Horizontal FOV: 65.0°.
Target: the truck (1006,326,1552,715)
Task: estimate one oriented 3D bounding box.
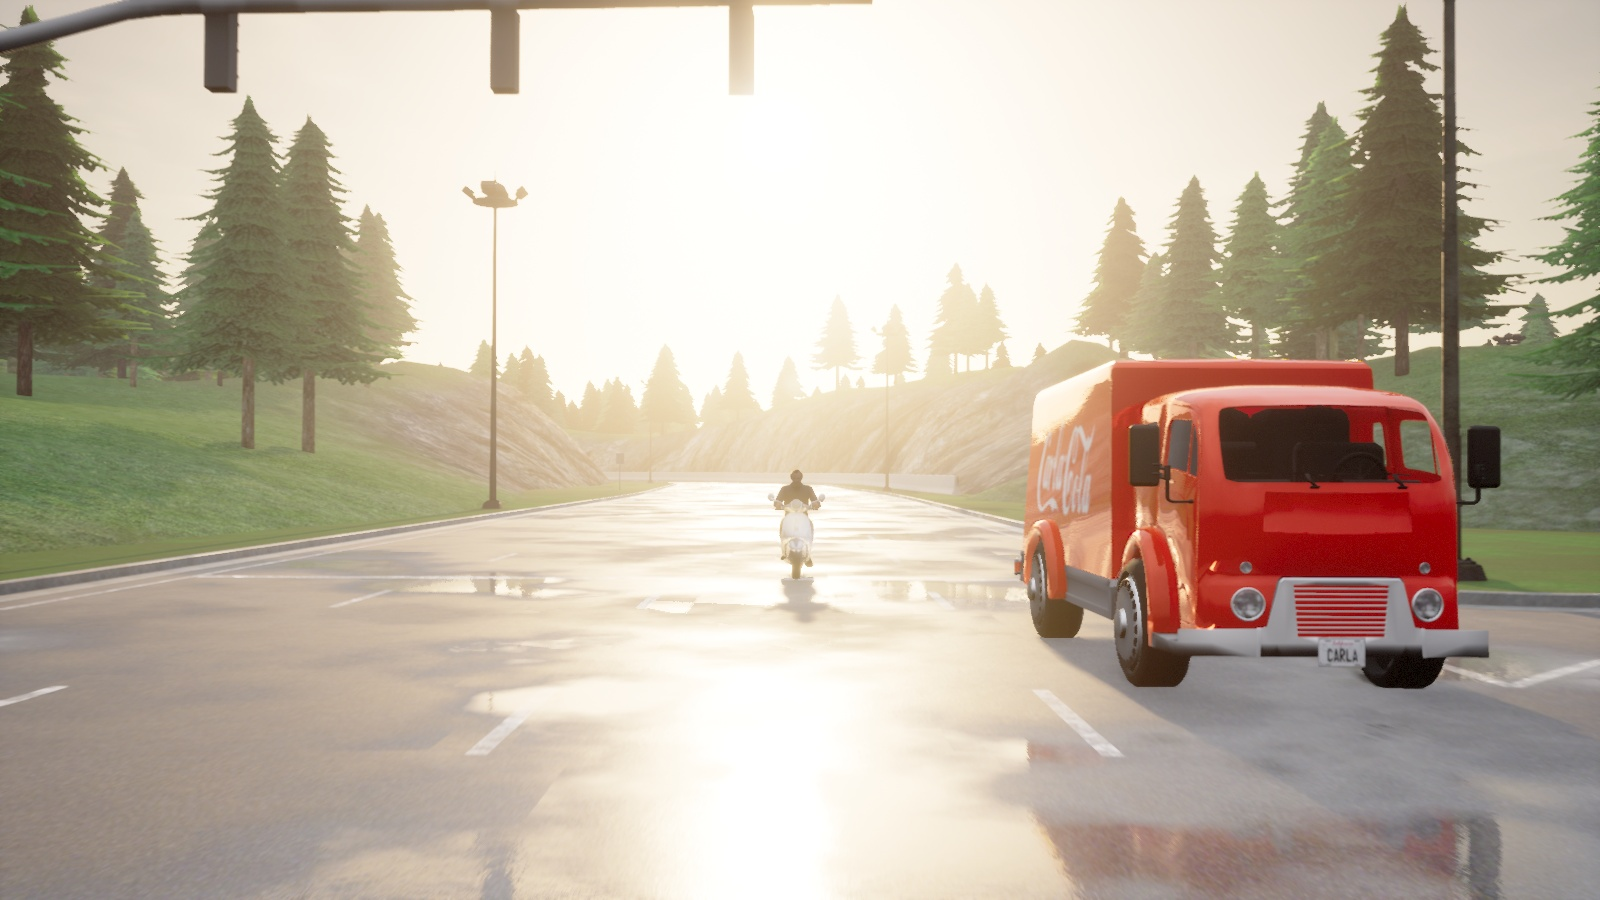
[{"bbox_3d":[3.478,0.492,10.615,2.627,2.467,5.204,0,-1,0],"label":"truck"}]

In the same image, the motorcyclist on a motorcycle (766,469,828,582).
[{"bbox_3d":[-0.045,1.080,18.636,0.866,1.590,1.817,0,-1,0],"label":"motorcyclist on a motorcycle"}]
